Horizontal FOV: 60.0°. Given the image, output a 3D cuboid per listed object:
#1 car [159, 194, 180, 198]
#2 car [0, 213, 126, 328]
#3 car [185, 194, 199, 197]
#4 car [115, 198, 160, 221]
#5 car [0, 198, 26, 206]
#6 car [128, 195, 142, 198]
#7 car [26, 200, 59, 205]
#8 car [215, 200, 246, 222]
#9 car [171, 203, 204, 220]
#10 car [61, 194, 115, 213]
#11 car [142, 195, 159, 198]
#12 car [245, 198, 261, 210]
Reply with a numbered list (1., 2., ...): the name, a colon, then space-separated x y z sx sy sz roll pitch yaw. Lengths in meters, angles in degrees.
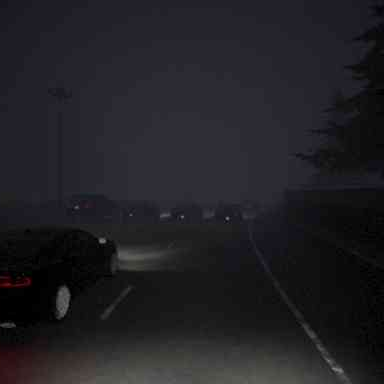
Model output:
1. car: -4.614 1.251 75.073 2.097 1.767 4.553 0 0 29
2. car: -3.065 1.466 7.157 1.882 1.535 5.008 0 0 3
3. car: -0.117 1.214 75.866 1.837 1.490 4.892 0 0 29
4. car: -3.983 1.465 26.685 2.128 1.511 4.902 0 0 11
5. car: -19.844 1.410 36.615 1.882 1.535 5.008 0 0 14
6. car: -12.774 1.423 74.689 1.812 1.442 4.674 0 0 27
7. car: -15.992 1.541 37.702 1.895 1.301 4.718 0 0 15
8. car: 2.999 1.590 26.039 1.895 1.301 4.718 0 0 12
9. car: -0.257 1.582 27.550 1.895 1.301 4.718 0 0 12
10. car: -7.665 1.187 26.276 2.150 2.045 5.566 0 0 11
11. car: -8.504 1.372 75.236 1.882 1.535 5.008 0 0 27
12. car: 7.433 1.514 41.918 1.812 1.442 4.674 0 0 19
